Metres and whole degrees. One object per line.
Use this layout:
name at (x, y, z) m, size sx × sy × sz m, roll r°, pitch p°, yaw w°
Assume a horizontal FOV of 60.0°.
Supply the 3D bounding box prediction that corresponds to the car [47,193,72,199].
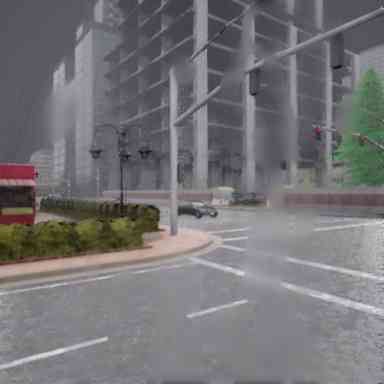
car at (-20.669, 1.122, 50.961) m, size 2.150 × 2.045 × 5.566 m, roll 0°, pitch 0°, yaw -35°

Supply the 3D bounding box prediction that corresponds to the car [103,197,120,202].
car at (-9.511, 1.363, 41.406) m, size 1.882 × 1.535 × 5.008 m, roll 0°, pitch 0°, yaw -36°

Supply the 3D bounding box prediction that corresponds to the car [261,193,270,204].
car at (10.580, 0.970, 53.073) m, size 1.905 × 1.878 × 3.866 m, roll 0°, pitch 0°, yaw -36°

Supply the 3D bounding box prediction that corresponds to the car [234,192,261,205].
car at (8.188, 0.981, 51.362) m, size 1.905 × 1.878 × 3.866 m, roll 0°, pitch 0°, yaw -36°

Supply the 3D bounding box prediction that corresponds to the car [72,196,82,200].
car at (-19.646, 1.440, 55.564) m, size 2.033 × 1.411 × 5.357 m, roll 0°, pitch 0°, yaw -36°

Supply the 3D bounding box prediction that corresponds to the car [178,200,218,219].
car at (0.234, 1.411, 27.937) m, size 1.812 × 1.442 × 4.674 m, roll 0°, pitch 0°, yaw -36°

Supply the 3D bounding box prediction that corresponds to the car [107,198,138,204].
car at (-5.682, 1.499, 30.140) m, size 1.895 × 1.301 × 4.718 m, roll 0°, pitch 0°, yaw -36°
